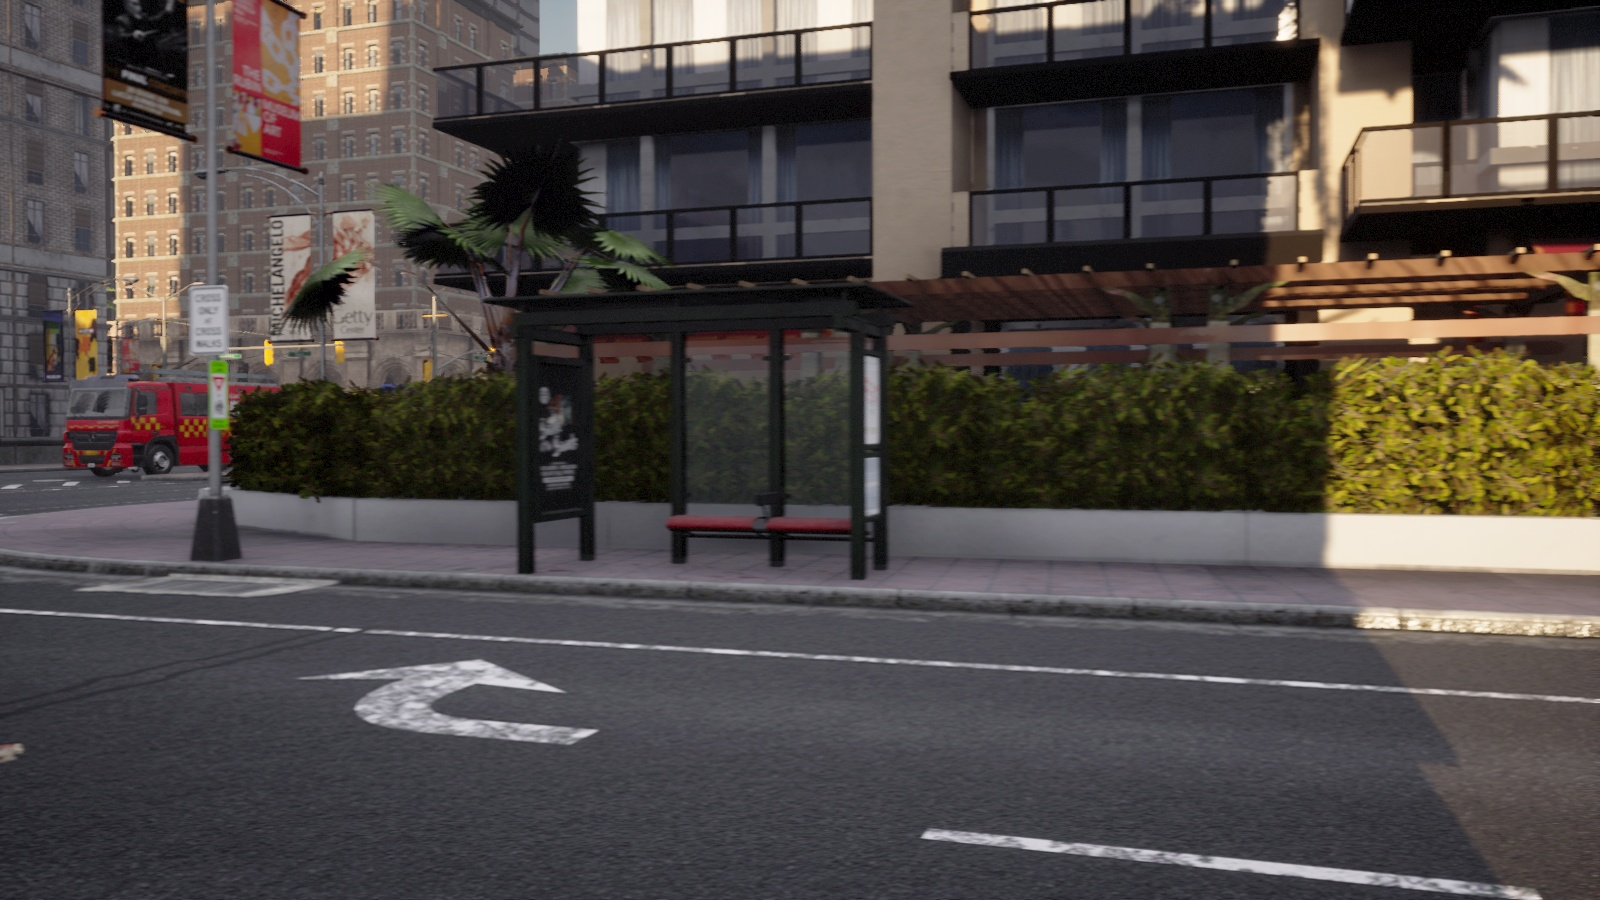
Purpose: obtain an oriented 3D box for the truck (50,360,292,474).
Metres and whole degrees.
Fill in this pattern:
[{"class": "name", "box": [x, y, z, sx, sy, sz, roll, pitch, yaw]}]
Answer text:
[{"class": "truck", "box": [-23.045, -1.173, 46.694, 2.891, 3.827, 8.468, 1, 1, 18]}]
